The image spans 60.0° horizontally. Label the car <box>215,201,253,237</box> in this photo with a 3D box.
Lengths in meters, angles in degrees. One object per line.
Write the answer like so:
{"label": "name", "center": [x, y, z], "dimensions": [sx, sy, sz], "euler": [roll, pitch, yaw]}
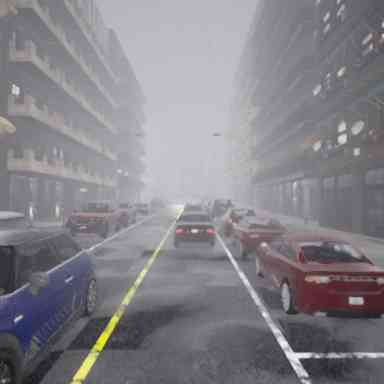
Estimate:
{"label": "car", "center": [2.599, 1.546, 18.519], "dimensions": [1.967, 1.590, 4.097], "euler": [1, 0, 0]}

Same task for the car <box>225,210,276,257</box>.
{"label": "car", "center": [2.587, 1.618, 12.986], "dimensions": [1.887, 1.381, 4.507], "euler": [1, 0, 0]}

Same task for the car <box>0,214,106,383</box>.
{"label": "car", "center": [-2.846, 1.376, 4.487], "dimensions": [2.097, 1.767, 4.553], "euler": [0, 0, 0]}

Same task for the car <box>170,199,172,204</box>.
{"label": "car", "center": [-5.274, 2.106, 73.887], "dimensions": [1.802, 1.307, 4.206], "euler": [1, -1, 0]}

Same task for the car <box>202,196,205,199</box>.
{"label": "car", "center": [2.565, 1.691, 40.643], "dimensions": [1.967, 1.590, 4.097], "euler": [1, 0, 0]}

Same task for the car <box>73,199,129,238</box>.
{"label": "car", "center": [-5.286, 1.419, 18.582], "dimensions": [2.192, 1.841, 5.009], "euler": [1, 0, 0]}

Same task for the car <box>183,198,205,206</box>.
{"label": "car", "center": [0.113, 1.693, 33.775], "dimensions": [2.128, 1.511, 4.902], "euler": [0, 0, 0]}

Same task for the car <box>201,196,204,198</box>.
{"label": "car", "center": [2.575, 1.741, 62.769], "dimensions": [2.192, 1.841, 5.009], "euler": [1, -1, 0]}

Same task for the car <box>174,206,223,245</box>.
{"label": "car", "center": [0.104, 1.637, 15.892], "dimensions": [2.033, 1.411, 5.357], "euler": [0, 0, 0]}

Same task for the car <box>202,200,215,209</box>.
{"label": "car", "center": [2.565, 1.916, 51.704], "dimensions": [1.802, 1.307, 4.206], "euler": [1, 0, 0]}

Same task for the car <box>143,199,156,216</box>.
{"label": "car", "center": [-5.286, 1.776, 35.173], "dimensions": [1.947, 1.339, 4.313], "euler": [1, 0, 0]}

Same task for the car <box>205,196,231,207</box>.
{"label": "car", "center": [2.564, 1.490, 29.581], "dimensions": [2.192, 1.841, 5.009], "euler": [1, 0, 0]}

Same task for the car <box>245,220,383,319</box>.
{"label": "car", "center": [2.585, 1.586, 7.456], "dimensions": [1.887, 1.381, 4.507], "euler": [1, 0, 0]}

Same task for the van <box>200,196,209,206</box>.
{"label": "van", "center": [2.576, 1.816, 68.300], "dimensions": [1.690, 1.788, 3.998], "euler": [1, -1, 0]}

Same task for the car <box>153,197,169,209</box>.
{"label": "car", "center": [-5.275, 1.648, 51.764], "dimensions": [2.192, 1.841, 5.009], "euler": [1, 0, 0]}

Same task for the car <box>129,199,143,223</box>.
{"label": "car", "center": [-5.283, 1.453, 24.112], "dimensions": [2.192, 1.841, 5.009], "euler": [1, 0, 0]}

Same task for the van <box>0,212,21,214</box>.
{"label": "van", "center": [-5.290, 1.381, 7.522], "dimensions": [1.690, 1.788, 3.998], "euler": [1, 0, 0]}
